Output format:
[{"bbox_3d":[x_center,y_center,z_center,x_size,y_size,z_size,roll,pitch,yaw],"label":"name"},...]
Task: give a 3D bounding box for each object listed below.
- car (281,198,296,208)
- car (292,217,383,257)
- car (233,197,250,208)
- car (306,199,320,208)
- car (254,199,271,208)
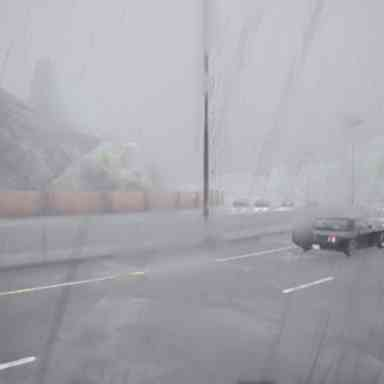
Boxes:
[{"bbox_3d":[15.005,1.626,51.655,2.128,1.511,4.902,0,0,18],"label":"car"},{"bbox_3d":[6.014,1.640,13.132,4.718,1.301,1.895,0,0,-42],"label":"car"},{"bbox_3d":[7.804,1.593,52.247,1.882,1.535,5.008,0,0,20],"label":"car"},{"bbox_3d":[17.951,1.684,49.357,2.033,1.411,5.357,0,0,20],"label":"car"},{"bbox_3d":[10.698,1.683,50.064,1.994,1.385,4.181,0,0,20],"label":"car"}]
